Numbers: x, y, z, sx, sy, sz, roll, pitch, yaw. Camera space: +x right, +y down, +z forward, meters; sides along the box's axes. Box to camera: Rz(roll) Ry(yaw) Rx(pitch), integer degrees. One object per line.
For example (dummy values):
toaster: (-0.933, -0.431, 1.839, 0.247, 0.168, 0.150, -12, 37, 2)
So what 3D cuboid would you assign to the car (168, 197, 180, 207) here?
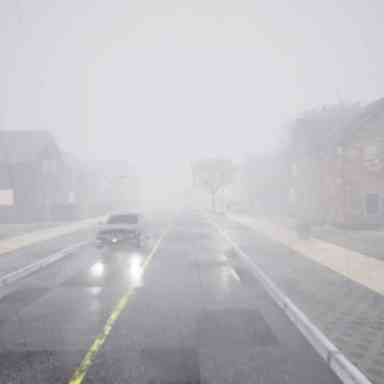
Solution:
car: (-3.749, 2.065, 69.403, 2.150, 2.045, 5.566, 0, -1, -1)

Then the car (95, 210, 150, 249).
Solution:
car: (-3.049, 1.649, 15.365, 1.837, 1.490, 4.892, 0, 0, -1)

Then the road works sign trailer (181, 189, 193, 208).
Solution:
road works sign trailer: (-0.946, 1.210, 64.253, 2.380, 3.560, 2.880, -1, 0, -1)
